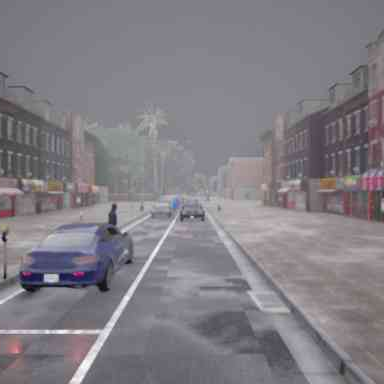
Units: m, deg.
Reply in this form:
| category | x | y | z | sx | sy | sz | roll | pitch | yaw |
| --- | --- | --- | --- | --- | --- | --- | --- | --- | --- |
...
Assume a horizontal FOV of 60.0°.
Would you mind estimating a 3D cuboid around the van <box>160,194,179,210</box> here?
| category | x | y | z | sx | sy | sz | roll | pitch | yaw |
| --- | --- | --- | --- | --- | --- | --- | --- | --- | --- |
| van | -2.630 | 1.317 | 35.235 | 1.690 | 1.788 | 3.998 | 0 | 0 | 0 |

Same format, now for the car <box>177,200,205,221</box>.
| category | x | y | z | sx | sy | sz | roll | pitch | yaw |
| --- | --- | --- | --- | --- | --- | --- | --- | --- | --- |
| car | 0.043 | 1.575 | 27.133 | 1.895 | 1.301 | 4.718 | 0 | 0 | 1 |

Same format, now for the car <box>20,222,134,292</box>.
| category | x | y | z | sx | sy | sz | roll | pitch | yaw |
| --- | --- | --- | --- | --- | --- | --- | --- | --- | --- |
| car | -2.748 | 1.513 | 8.802 | 1.812 | 1.442 | 4.674 | 0 | 0 | 0 |

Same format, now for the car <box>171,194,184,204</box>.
| category | x | y | z | sx | sy | sz | roll | pitch | yaw |
| --- | --- | --- | --- | --- | --- | --- | --- | --- | --- |
| car | -2.624 | 1.303 | 62.555 | 2.192 | 1.841 | 5.009 | 0 | 0 | 0 |

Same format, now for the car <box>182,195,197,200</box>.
| category | x | y | z | sx | sy | sz | roll | pitch | yaw |
| --- | --- | --- | --- | --- | --- | --- | --- | --- | --- |
| car | 0.028 | 1.544 | 45.916 | 1.994 | 1.385 | 4.181 | 0 | 0 | 0 |

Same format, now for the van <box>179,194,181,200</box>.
| category | x | y | z | sx | sy | sz | roll | pitch | yaw |
| --- | --- | --- | --- | --- | --- | --- | --- | --- | --- |
| van | -2.628 | 1.318 | 40.699 | 1.690 | 1.788 | 3.998 | 0 | 0 | 0 |

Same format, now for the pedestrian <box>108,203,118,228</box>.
| category | x | y | z | sx | sy | sz | roll | pitch | yaw |
| --- | --- | --- | --- | --- | --- | --- | --- | --- | --- |
| pedestrian | -2.740 | 1.277 | 11.639 | 0.375 | 1.860 | 0.375 | 0 | 0 | 0 |

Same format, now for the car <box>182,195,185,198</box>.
| category | x | y | z | sx | sy | sz | roll | pitch | yaw |
| --- | --- | --- | --- | --- | --- | --- | --- | --- | --- |
| car | -2.625 | 1.534 | 57.092 | 2.008 | 1.369 | 4.403 | 0 | 0 | 0 |

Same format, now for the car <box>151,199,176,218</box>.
| category | x | y | z | sx | sy | sz | roll | pitch | yaw |
| --- | --- | --- | --- | --- | --- | --- | --- | --- | --- |
| car | -2.631 | 1.556 | 29.770 | 1.802 | 1.307 | 4.206 | 0 | 0 | 0 |
